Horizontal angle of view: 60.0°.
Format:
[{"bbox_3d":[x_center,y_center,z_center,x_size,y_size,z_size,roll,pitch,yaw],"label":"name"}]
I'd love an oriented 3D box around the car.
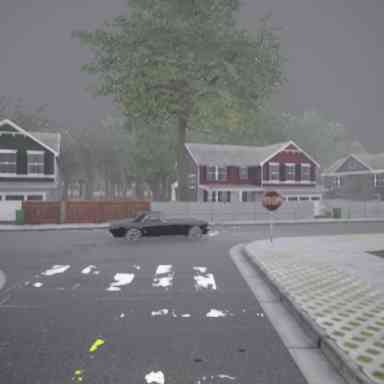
[{"bbox_3d":[-1.582,1.584,15.681,4.718,1.301,1.895,1,0,-20],"label":"car"}]
